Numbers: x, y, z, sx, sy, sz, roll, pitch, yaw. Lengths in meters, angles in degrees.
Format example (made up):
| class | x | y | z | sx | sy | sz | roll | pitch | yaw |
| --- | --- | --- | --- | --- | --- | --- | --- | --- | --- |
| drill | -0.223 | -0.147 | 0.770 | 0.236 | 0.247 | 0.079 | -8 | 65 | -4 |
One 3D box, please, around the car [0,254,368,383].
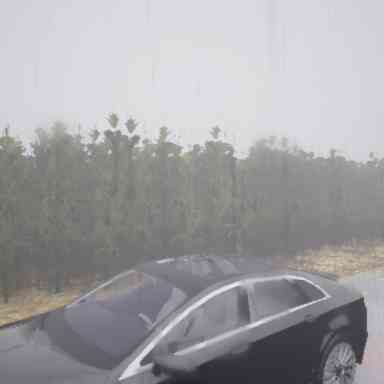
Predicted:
| class | x | y | z | sx | sy | sz | roll | pitch | yaw |
| --- | --- | --- | --- | --- | --- | --- | --- | --- | --- |
| car | -0.086 | 1.503 | 3.441 | 4.902 | 1.511 | 2.128 | 0 | 0 | -36 |
